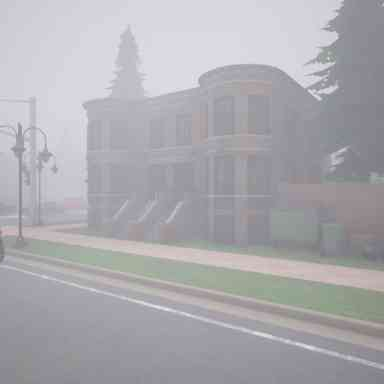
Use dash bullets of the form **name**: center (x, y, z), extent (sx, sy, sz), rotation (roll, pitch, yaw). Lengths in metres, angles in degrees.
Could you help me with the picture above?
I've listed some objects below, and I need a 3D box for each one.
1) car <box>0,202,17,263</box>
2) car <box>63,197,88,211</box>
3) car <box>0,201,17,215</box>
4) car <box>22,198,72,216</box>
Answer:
- **car**: center (-7.366, 1.221, 9.223), extent (5.566, 2.045, 2.150), rotation (0, 0, 36)
- **car**: center (-14.678, 1.352, 39.326), extent (2.097, 1.767, 4.553), rotation (0, 0, 33)
- **car**: center (-19.670, 1.601, 31.951), extent (1.895, 1.301, 4.718), rotation (0, 0, 35)
- **car**: center (-14.647, 1.564, 33.089), extent (1.994, 1.385, 4.181), rotation (0, 0, 34)
